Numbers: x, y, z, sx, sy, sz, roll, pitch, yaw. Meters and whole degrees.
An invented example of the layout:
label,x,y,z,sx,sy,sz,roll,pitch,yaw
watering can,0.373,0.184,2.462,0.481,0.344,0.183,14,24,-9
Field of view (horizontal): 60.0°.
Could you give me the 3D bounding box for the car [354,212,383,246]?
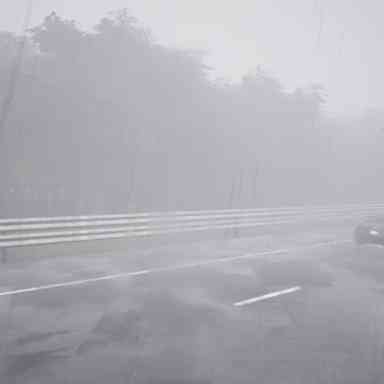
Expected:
label,x,y,z,sx,sy,sz,roll,pitch,yaw
car,8.857,1.573,14.361,4.181,1.385,1.994,0,1,-35
